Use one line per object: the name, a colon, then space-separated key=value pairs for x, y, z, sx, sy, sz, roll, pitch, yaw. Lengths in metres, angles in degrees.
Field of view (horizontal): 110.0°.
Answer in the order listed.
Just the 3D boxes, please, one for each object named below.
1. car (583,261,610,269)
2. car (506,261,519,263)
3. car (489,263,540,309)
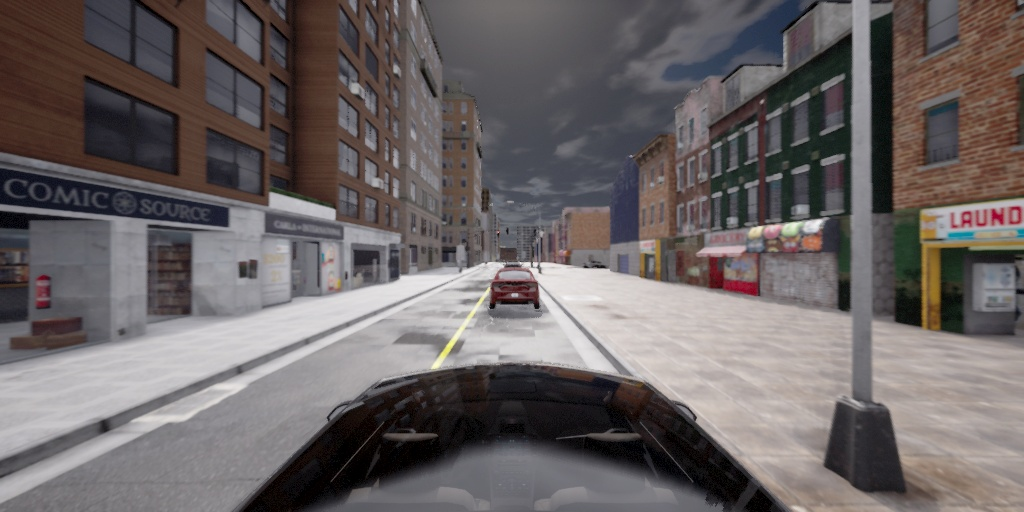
car: x=13.213 y=1.435 z=55.902 sx=4.313 sy=1.339 sz=1.948 roll=0 pitch=0 yaw=0
car: x=0.097 y=1.248 z=37.458 sx=1.837 sy=1.490 sz=4.892 roll=0 pitch=0 yaw=0
car: x=0.100 y=1.226 z=15.077 sx=1.882 sy=1.535 sz=5.008 roll=0 pitch=0 yaw=0
